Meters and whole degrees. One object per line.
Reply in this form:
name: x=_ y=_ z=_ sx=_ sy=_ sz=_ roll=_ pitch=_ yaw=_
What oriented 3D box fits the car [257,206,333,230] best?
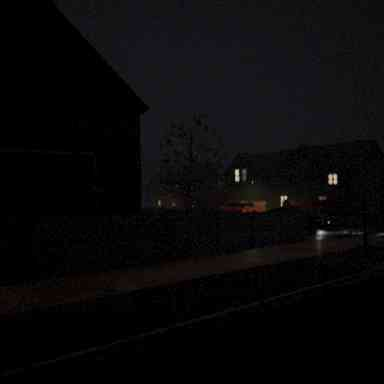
car: x=7.126 y=1.710 z=22.735 sx=1.837 sy=1.490 sz=4.892 roll=-1 pitch=-1 yaw=-36

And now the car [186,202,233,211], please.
car: x=1.247 y=1.950 z=30.984 sx=1.837 sy=1.490 sz=4.892 roll=-1 pitch=-1 yaw=-35

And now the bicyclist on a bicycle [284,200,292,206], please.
bicyclist on a bicycle: x=8.742 y=1.510 z=30.535 sx=1.656 sy=1.620 sz=0.582 roll=-2 pitch=0 yaw=-36

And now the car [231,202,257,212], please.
car: x=4.190 y=1.712 z=31.934 sx=2.097 sy=1.767 sz=4.553 roll=-1 pitch=0 yaw=-36
